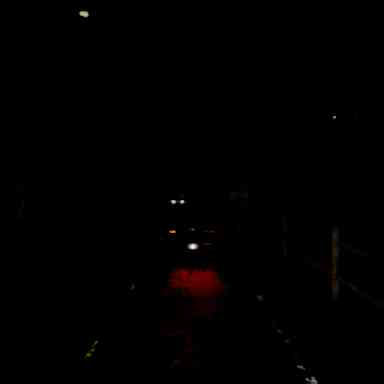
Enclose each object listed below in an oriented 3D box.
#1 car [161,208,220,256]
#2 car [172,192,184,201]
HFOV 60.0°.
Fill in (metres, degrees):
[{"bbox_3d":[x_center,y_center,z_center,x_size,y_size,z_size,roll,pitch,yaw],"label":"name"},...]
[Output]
[{"bbox_3d":[-0.064,1.364,12.433,1.837,1.490,4.892,0,1,-2],"label":"car"},{"bbox_3d":[-2.588,0.715,62.382,2.097,1.767,4.553,0,0,1],"label":"car"}]
